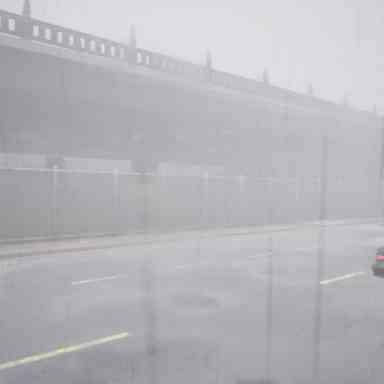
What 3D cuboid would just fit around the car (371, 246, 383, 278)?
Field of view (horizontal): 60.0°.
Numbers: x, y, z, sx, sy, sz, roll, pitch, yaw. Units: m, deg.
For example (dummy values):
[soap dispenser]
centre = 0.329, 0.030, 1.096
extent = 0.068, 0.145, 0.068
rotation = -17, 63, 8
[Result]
[car]
centre = 6.827, 1.605, 8.714
extent = 5.357, 1.411, 2.033
rotation = 0, 0, -35
